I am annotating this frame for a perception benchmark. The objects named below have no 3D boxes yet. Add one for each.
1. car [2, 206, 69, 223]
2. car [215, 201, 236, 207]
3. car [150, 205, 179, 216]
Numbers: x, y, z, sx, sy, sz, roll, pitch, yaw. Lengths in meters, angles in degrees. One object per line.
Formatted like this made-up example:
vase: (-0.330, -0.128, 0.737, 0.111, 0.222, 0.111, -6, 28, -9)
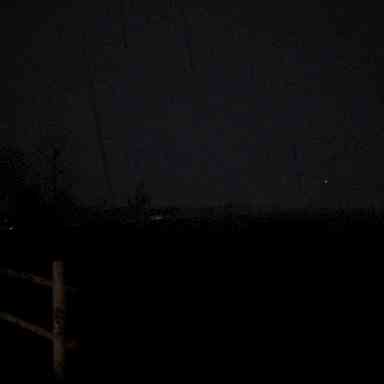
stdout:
car: (-13.565, 1.975, 29.204, 2.033, 1.411, 5.357, 1, -1, 36)
car: (5.635, 2.236, 55.875, 1.837, 1.490, 4.892, 1, -1, 36)
car: (-3.491, 2.359, 43.277, 1.994, 1.385, 4.181, 1, -1, 36)
